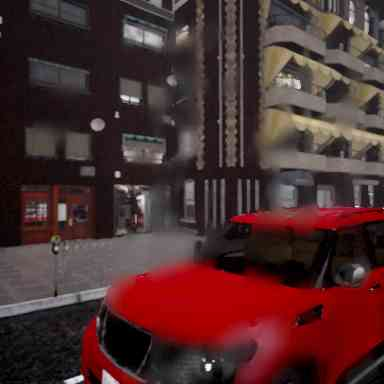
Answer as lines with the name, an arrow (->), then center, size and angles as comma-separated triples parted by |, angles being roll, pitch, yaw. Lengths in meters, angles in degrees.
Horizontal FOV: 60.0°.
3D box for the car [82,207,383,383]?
car -> 1.449, 1.270, 4.550 | 5.566, 2.045, 2.150 | 0, -1, -39
